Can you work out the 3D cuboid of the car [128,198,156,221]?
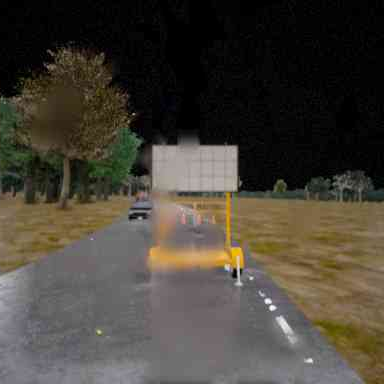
[{"bbox_3d":[-3.785,1.410,25.735,2.033,1.411,5.357,0,0,-4],"label":"car"}]

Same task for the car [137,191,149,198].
[{"bbox_3d":[-9.750,0.909,65.704,2.150,2.045,5.566,0,0,-12],"label":"car"}]

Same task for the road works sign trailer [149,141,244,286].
[{"bbox_3d":[0.077,0.415,9.238,2.380,3.560,2.880,0,0,-2],"label":"road works sign trailer"}]
